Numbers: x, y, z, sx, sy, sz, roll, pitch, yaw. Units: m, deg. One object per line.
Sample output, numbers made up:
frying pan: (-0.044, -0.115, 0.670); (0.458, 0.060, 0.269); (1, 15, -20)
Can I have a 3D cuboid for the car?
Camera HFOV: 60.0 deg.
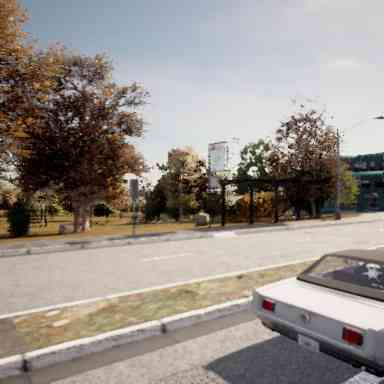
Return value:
car: (3.276, 1.629, 5.467); (4.718, 1.301, 1.895); (0, 0, -35)
